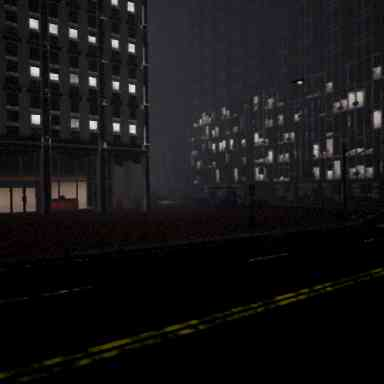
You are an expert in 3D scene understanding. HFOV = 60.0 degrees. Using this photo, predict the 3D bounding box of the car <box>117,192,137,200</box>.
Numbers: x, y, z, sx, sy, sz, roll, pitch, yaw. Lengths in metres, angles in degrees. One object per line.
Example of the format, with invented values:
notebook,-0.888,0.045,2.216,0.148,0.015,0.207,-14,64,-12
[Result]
car,-13.955,1.037,70.378,2.008,1.369,4.403,0,1,-34

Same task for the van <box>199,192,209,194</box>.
van,2.583,0.853,61.023,1.690,1.788,3.998,0,1,-34

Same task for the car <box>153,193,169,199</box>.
car,-7.035,0.934,75.105,1.802,1.307,4.206,0,1,-34

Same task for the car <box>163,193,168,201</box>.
car,-7.024,0.927,64.985,2.097,1.767,4.553,-1,1,-34

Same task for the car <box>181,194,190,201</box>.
car,-0.622,1.041,65.718,1.802,1.307,4.206,0,1,-34

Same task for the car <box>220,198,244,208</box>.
car,5.189,1.386,42.160,1.802,1.307,4.206,0,1,-34

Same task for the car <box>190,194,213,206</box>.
car,2.031,1.317,46.885,1.947,1.339,4.313,0,1,-34

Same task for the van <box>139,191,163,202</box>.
van,-7.542,0.935,60.990,1.690,1.788,3.998,0,1,-34

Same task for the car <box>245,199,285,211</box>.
car,8.382,1.422,37.455,1.947,1.339,4.313,0,1,-34
